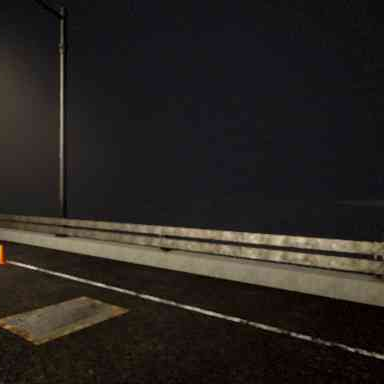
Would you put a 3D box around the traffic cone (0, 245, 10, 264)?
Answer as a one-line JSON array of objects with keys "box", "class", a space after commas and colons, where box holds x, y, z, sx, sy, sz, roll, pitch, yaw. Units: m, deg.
[{"box": [-6.254, 2.053, 10.977, 0.340, 0.580, 0.340, 0, -1, 37], "class": "traffic cone"}]
